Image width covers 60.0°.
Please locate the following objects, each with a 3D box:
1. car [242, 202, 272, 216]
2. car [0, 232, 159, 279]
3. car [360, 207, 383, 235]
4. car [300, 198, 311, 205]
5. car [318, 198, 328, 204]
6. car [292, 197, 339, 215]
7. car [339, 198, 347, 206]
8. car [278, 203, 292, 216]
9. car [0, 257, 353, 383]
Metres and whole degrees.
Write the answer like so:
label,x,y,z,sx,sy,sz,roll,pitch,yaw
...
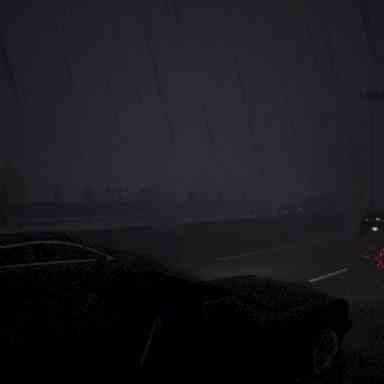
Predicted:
label,x,y,z,sx,sy,sz,roll,pitch,yaw
car,7.190,1.792,36.508,1.812,1.442,4.674,0,-1,35
car,-2.761,1.520,6.274,4.902,1.511,2.128,0,0,-36
car,10.949,1.631,18.670,1.837,1.490,4.892,0,0,43
car,24.900,2.087,72.894,2.033,1.411,5.357,0,-1,23
car,28.984,1.976,73.587,1.994,1.385,4.181,0,-1,23
car,11.441,1.437,30.421,2.150,2.045,5.566,0,-1,36
car,29.852,1.992,66.600,1.882,1.535,5.008,0,-1,23
car,10.723,1.823,35.484,1.994,1.385,4.181,0,-1,34
car,-0.148,1.621,3.827,4.718,1.301,1.895,0,0,-37
